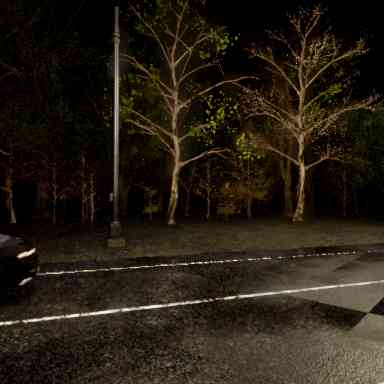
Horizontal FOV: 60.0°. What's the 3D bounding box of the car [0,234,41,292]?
[{"bbox_3d":[-5.748,1.490,6.712,4.902,1.511,2.128,0,0,-18],"label":"car"}]
